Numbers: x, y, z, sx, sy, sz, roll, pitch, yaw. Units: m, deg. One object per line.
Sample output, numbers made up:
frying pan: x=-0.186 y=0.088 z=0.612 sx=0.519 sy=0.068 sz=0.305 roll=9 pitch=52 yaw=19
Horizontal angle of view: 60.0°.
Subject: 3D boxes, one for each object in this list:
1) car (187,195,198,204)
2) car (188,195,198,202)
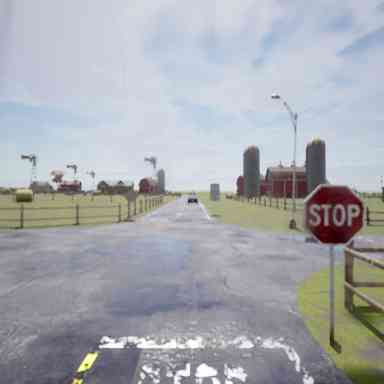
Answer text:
car: x=0.151 y=1.404 z=61.053 sx=1.882 sy=1.535 sz=5.008 roll=0 pitch=0 yaw=0
car: x=0.178 y=1.301 z=71.476 sx=1.994 sy=1.385 sz=4.181 roll=0 pitch=0 yaw=0
